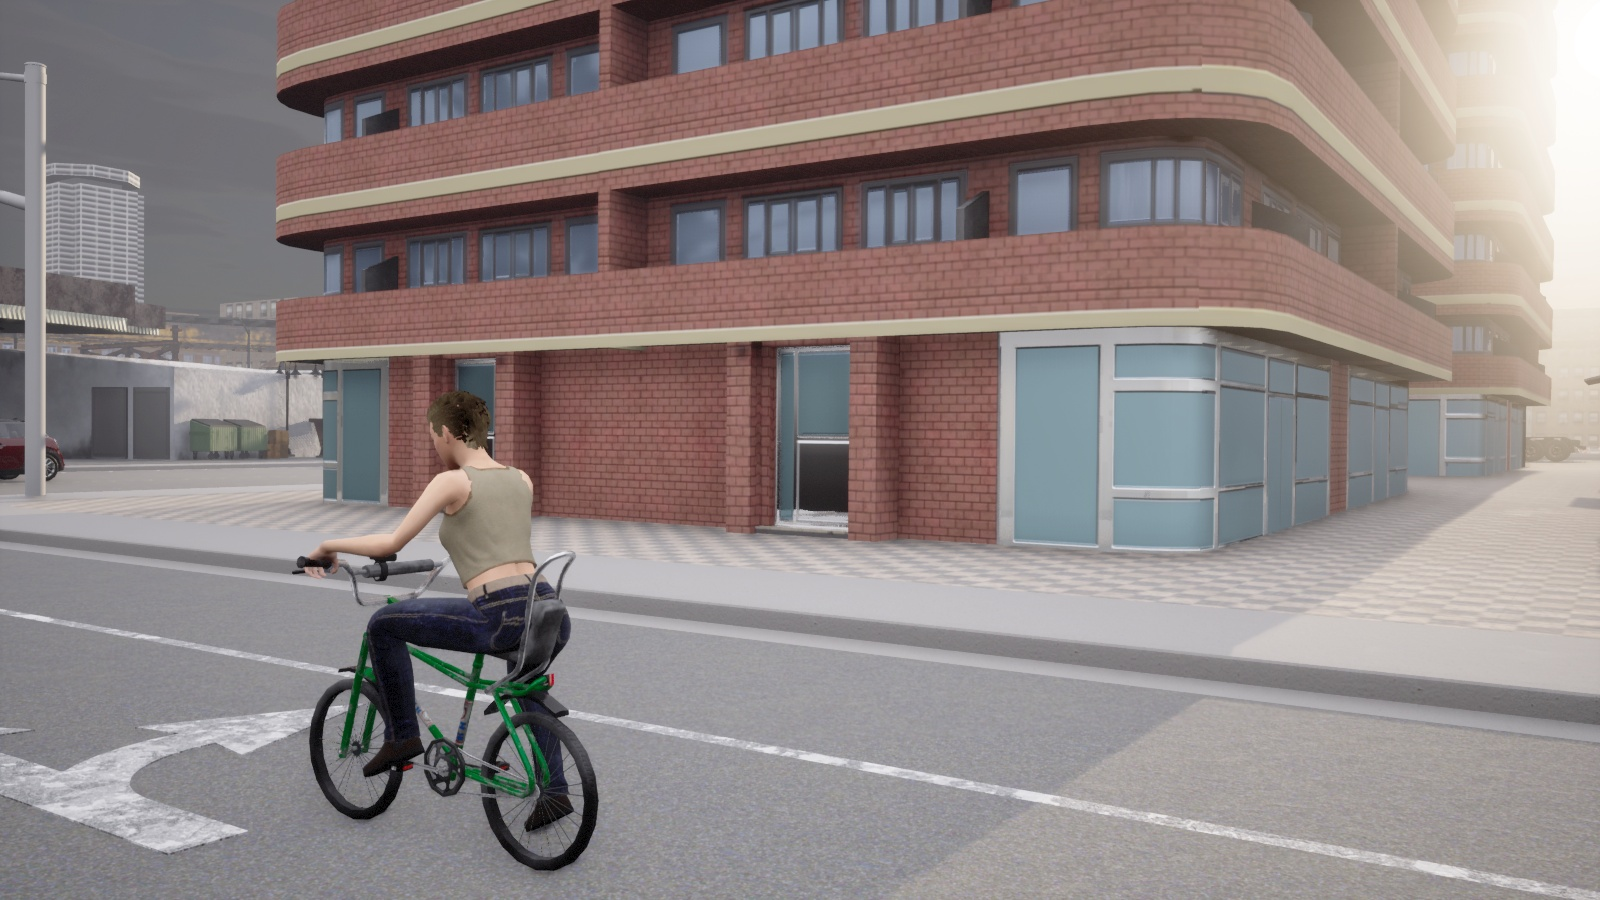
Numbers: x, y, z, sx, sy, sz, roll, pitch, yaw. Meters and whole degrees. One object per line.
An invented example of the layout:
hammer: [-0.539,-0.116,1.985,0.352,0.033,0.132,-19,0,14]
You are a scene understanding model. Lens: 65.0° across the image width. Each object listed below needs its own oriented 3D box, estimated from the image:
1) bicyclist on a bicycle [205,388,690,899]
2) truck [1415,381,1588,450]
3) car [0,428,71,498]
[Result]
bicyclist on a bicycle: [-1.262,0.618,4.465,1.509,1.612,0.866,0,1,33]
truck: [38.042,-1.802,68.236,7.936,3.462,2.891,-1,0,34]
car: [-21.615,0.346,32.207,2.097,1.767,4.553,0,1,32]
